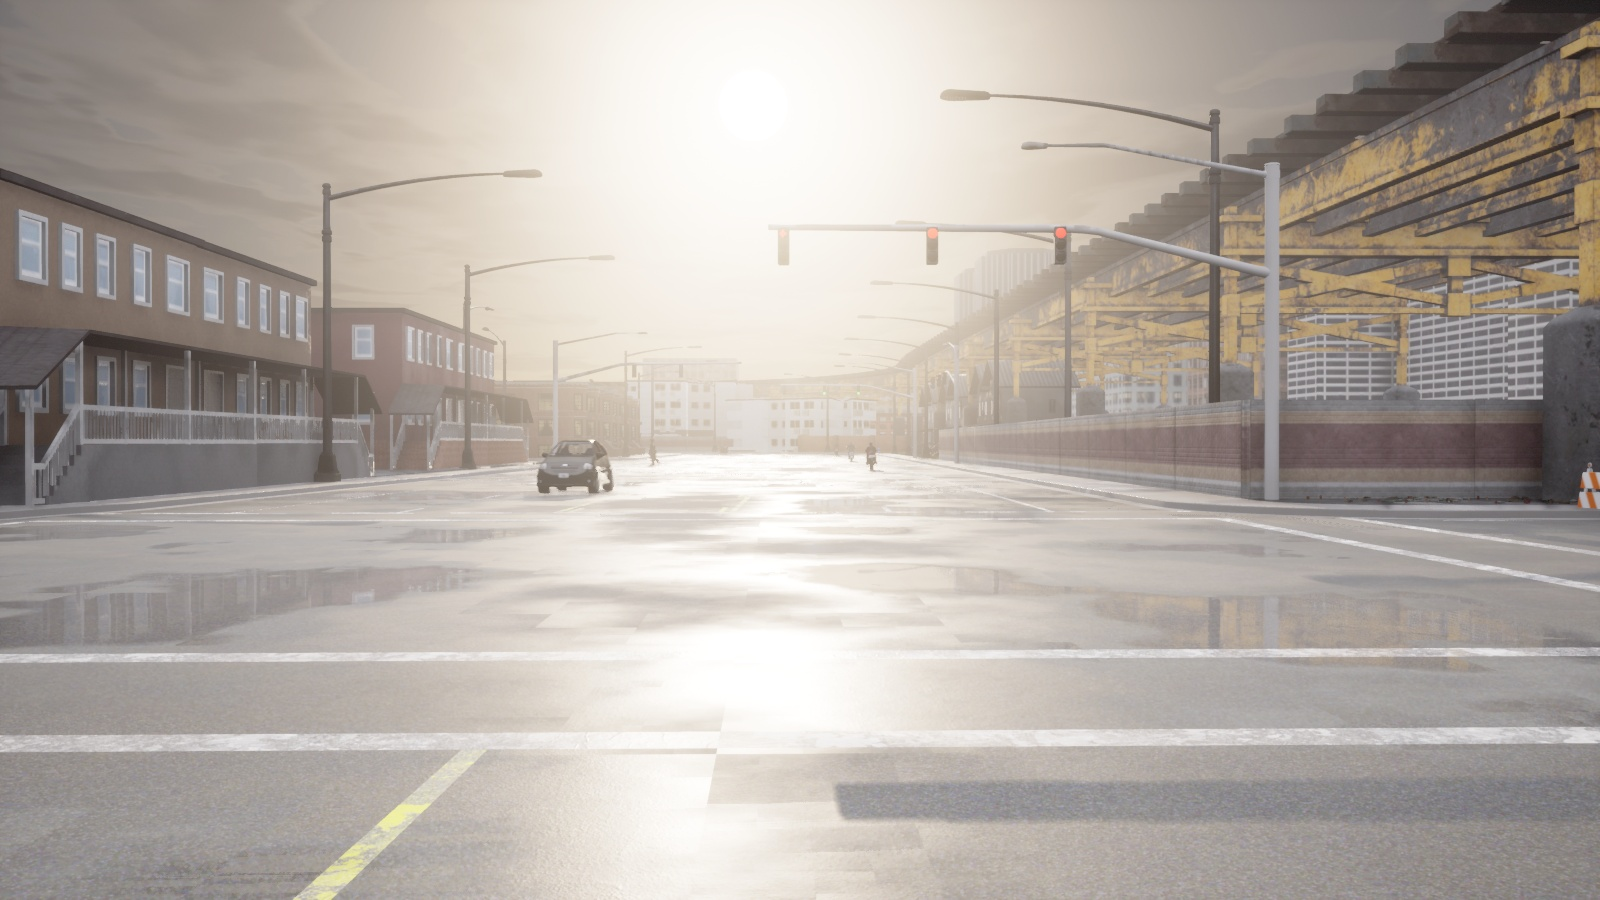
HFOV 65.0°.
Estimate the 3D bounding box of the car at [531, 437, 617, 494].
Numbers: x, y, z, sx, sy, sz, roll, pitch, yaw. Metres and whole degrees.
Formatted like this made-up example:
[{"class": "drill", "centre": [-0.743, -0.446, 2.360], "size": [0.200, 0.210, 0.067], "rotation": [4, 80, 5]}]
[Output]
[{"class": "car", "centre": [-6.768, 0.425, 37.935], "size": [1.851, 1.617, 3.988], "rotation": [0, 0, 0]}]
